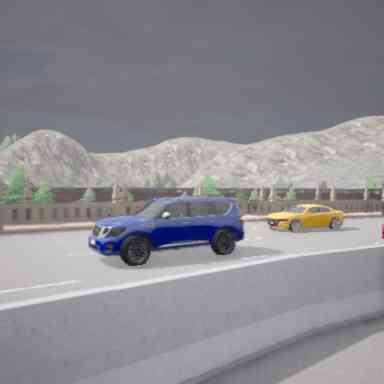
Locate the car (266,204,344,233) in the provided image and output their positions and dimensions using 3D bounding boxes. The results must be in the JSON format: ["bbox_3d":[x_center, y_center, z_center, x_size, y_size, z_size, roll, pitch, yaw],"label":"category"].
[{"bbox_3d":[6.732,1.478,19.744,5.008,1.535,1.882,0,0,-26],"label":"car"}]

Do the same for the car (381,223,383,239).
[{"bbox_3d":[10.466,1.253,13.836,5.566,2.045,2.150,0,0,-26],"label":"car"}]

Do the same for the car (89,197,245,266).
[{"bbox_3d":[-0.679,1.195,11.688,5.566,2.045,2.150,0,0,-32],"label":"car"}]
